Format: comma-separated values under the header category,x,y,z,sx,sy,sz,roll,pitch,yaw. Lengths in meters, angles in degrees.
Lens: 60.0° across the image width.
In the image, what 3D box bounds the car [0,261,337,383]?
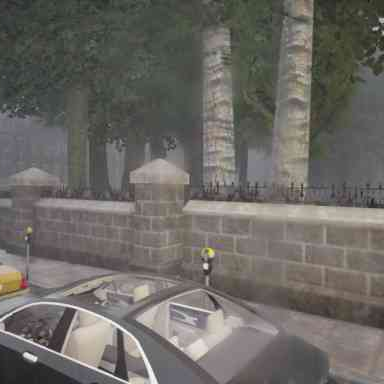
category,x,y,z,sx,sy,sz,roll,pitch,yaw
car,-0.872,1.550,3.416,4.403,1.369,2.008,0,1,36
